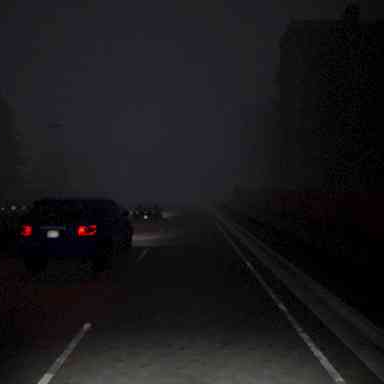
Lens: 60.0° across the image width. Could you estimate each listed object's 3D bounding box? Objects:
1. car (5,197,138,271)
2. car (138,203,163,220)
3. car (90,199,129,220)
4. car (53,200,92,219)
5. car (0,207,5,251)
[{"bbox_3d":[-3.440,1.199,10.958,2.150,2.045,5.566,0,-1,0],"label":"car"},{"bbox_3d":[-3.430,1.568,26.975,1.895,1.301,4.718,0,0,0],"label":"car"},{"bbox_3d":[-6.920,1.458,28.427,2.128,1.511,4.902,0,0,0],"label":"car"},{"bbox_3d":[-10.416,1.490,29.420,1.812,1.442,4.674,0,0,0],"label":"car"},{"bbox_3d":[-6.927,1.489,13.058,1.837,1.490,4.892,0,0,0],"label":"car"}]
